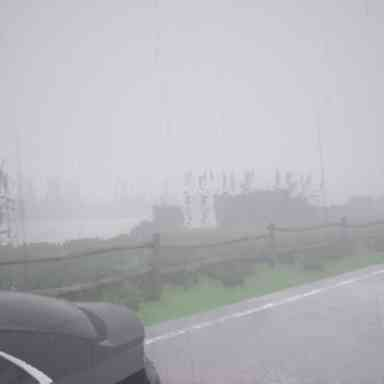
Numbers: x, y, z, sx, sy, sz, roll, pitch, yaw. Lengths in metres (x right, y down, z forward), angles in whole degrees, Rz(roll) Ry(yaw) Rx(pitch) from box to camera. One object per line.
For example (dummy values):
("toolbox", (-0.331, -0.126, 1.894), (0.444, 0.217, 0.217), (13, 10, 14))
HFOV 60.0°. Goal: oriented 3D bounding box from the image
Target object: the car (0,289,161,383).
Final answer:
("car", (-2.523, 1.508, 1.852), (4.892, 1.490, 1.837), (1, 0, -36))
